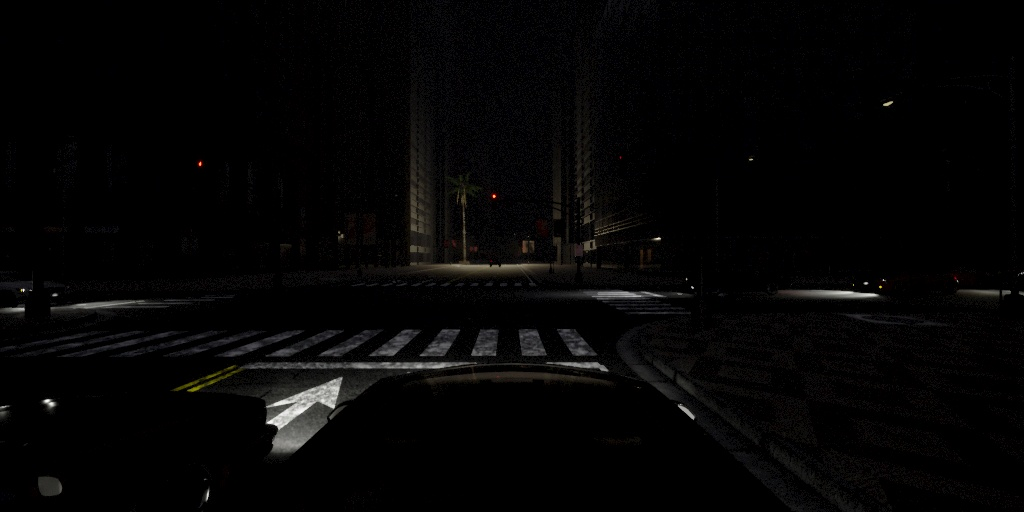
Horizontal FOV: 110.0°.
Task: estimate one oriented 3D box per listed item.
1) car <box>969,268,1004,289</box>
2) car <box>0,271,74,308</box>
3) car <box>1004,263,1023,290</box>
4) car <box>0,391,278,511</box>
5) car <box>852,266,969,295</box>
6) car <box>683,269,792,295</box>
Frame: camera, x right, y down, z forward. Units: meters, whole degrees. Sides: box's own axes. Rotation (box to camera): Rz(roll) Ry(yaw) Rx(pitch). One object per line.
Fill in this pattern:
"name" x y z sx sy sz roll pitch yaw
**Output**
"car" 26.427 1.273 21.759 4.207 1.307 1.802 0 0 -1
"car" -21.378 1.354 14.979 4.674 1.442 1.812 0 0 1
"car" 29.974 1.011 19.064 4.553 1.767 2.097 0 0 -1
"car" -3.176 1.297 0.755 2.033 1.411 5.357 0 0 4
"car" 20.628 1.251 18.901 4.181 1.385 1.994 0 0 -1
"car" 11.619 1.319 18.750 4.718 1.301 1.895 0 0 -1
